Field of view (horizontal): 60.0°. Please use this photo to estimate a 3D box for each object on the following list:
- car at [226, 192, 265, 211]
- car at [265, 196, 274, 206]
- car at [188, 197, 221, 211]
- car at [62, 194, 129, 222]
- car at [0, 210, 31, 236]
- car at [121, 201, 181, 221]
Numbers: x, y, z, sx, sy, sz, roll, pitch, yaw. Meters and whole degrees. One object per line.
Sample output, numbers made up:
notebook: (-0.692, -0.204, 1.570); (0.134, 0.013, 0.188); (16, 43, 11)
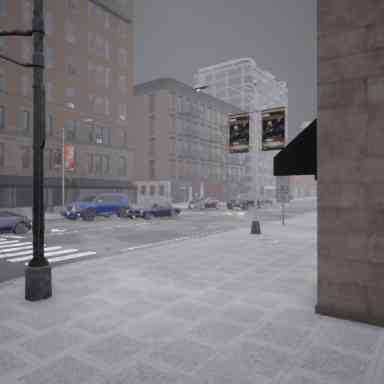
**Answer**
car: (6.161, 1.074, 39.125); (2.150, 2.045, 5.566); (0, 0, 35)
car: (11.043, 1.297, 51.496); (2.128, 1.511, 4.902); (0, 0, 35)
car: (1.442, 1.363, 38.100); (2.128, 1.511, 4.902); (0, 0, 35)
car: (-7.212, 1.157, 25.910); (2.150, 2.045, 5.566); (0, 0, 35)
car: (-10.157, 1.532, 16.119); (1.994, 1.385, 4.181); (0, 0, 35)
car: (-2.993, 1.518, 26.230); (1.895, 1.301, 4.718); (0, 0, 35)
